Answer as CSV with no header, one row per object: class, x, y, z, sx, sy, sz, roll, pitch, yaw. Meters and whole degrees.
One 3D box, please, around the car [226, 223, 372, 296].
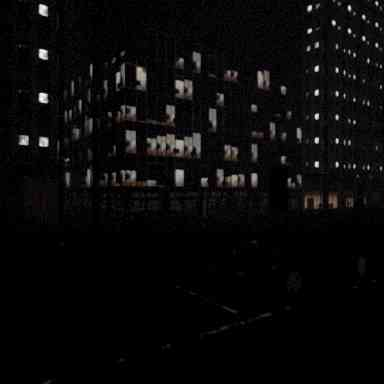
car,2.883,1.542,8.612,4.507,1.381,1.887,0,0,-35
